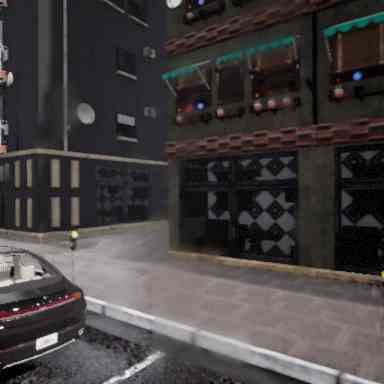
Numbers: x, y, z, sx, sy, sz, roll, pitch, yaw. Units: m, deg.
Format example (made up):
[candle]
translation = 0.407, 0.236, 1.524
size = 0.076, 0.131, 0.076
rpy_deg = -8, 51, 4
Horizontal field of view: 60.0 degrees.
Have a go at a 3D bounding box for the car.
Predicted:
[car]
translation = -3.494, 1.525, 5.224
size = 4.403, 1.369, 2.008
rpy_deg = 0, 0, 36
